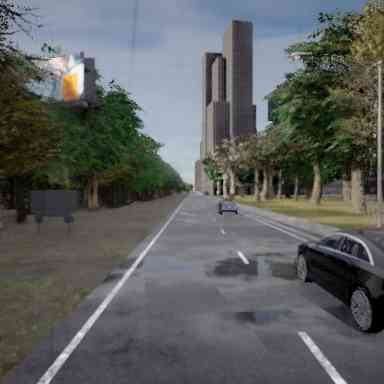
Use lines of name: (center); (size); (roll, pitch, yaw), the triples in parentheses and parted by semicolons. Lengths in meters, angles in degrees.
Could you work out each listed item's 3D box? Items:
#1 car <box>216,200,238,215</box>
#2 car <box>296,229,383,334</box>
car: (3.597, 1.535, 34.361); (2.033, 1.411, 5.357); (0, 0, 0)
car: (3.601, 1.492, 6.713); (2.128, 1.511, 4.902); (0, 0, 0)
